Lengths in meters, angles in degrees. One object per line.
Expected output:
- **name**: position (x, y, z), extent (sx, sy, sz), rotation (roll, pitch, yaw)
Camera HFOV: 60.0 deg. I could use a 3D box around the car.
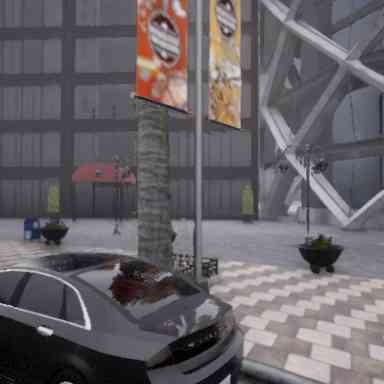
- **car**: position (-1.730, 1.594, 4.460), extent (4.892, 1.490, 1.837), rotation (-1, -1, 34)
